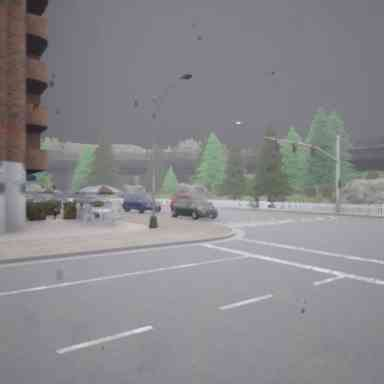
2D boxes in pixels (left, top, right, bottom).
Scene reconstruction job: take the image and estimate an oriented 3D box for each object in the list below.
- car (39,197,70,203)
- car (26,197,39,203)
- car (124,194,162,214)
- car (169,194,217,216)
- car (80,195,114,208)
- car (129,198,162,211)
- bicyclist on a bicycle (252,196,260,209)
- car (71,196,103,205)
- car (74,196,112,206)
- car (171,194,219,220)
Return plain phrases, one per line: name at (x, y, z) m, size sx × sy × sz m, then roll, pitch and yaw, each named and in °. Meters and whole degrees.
car at (-22.400, 1.532, 54.958) m, size 4.181 × 1.385 × 1.994 m, roll 0°, pitch 0°, yaw 8°
car at (-28.242, 1.512, 59.003) m, size 5.357 × 1.411 × 2.033 m, roll 0°, pitch 0°, yaw -3°
car at (-5.396, 1.194, 35.711) m, size 2.150 × 2.045 × 5.566 m, roll 0°, pitch 0°, yaw -37°
car at (-0.024, 1.200, 34.270) m, size 2.150 × 2.045 × 5.566 m, roll 0°, pitch 0°, yaw -36°
car at (-13.839, 1.325, 48.381) m, size 4.553 × 1.767 × 2.097 m, roll 0°, pitch 0°, yaw 27°
car at (-5.961, 1.503, 41.821) m, size 1.812 × 1.442 × 4.674 m, roll 0°, pitch 0°, yaw -42°
bicyclist on a bicycle at (8.083, 1.297, 41.871) m, size 1.656 × 1.620 × 0.582 m, roll 0°, pitch 0°, yaw -35°
car at (-18.223, 1.468, 57.600) m, size 4.902 × 1.511 × 2.128 m, roll 0°, pitch 0°, yaw 15°
car at (-13.135, 1.534, 43.842) m, size 4.181 × 1.385 × 1.994 m, roll 0°, pitch 0°, yaw 33°
car at (0.194, 1.324, 27.930) m, size 2.097 × 1.767 × 4.553 m, roll 0°, pitch 0°, yaw -36°
